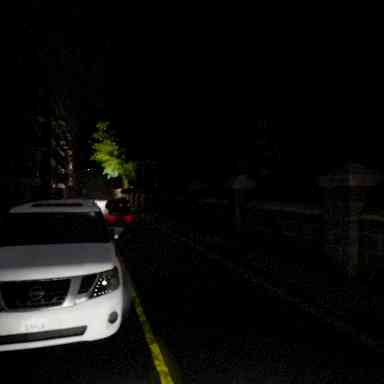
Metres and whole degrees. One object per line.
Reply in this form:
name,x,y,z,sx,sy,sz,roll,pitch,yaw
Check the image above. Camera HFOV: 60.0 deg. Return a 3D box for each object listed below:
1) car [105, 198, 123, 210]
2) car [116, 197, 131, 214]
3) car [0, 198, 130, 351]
car,-10.327,1.544,43.840,1.994,1.385,4.181,0,0,-17
car,-7.545,1.335,34.349,2.097,1.767,4.553,0,0,-16
car,-2.635,1.217,6.583,2.150,2.045,5.566,0,0,-16
